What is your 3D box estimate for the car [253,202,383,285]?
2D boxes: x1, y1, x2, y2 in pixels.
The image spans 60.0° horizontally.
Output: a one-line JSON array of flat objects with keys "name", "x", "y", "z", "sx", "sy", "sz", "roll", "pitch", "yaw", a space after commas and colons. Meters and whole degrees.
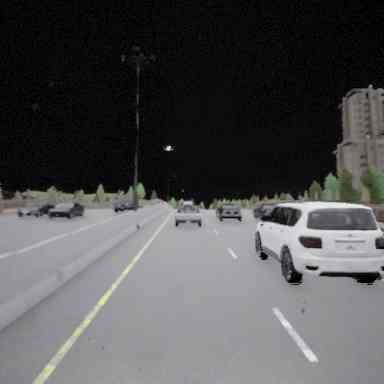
[{"name": "car", "x": 3.440, "y": 1.316, "z": 9.983, "sx": 2.150, "sy": 2.045, "sz": 5.566, "roll": 0, "pitch": 0, "yaw": -1}]

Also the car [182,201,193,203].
[{"name": "car", "x": -0.493, "y": 1.804, "z": 40.584, "sx": 1.812, "sy": 1.442, "sz": 4.674, "roll": 0, "pitch": 0, "yaw": -1}]

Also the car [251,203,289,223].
[{"name": "car", "x": 6.667, "y": 1.789, "z": 29.168, "sx": 2.033, "sy": 1.411, "sz": 5.357, "roll": 0, "pitch": 0, "yaw": -1}]

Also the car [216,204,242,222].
[{"name": "car", "x": 3.168, "y": 1.769, "z": 29.142, "sx": 2.033, "sy": 1.411, "sz": 5.357, "roll": 0, "pitch": 0, "yaw": -1}]

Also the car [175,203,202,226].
[{"name": "car", "x": -0.274, "y": 1.776, "z": 24.995, "sx": 1.895, "sy": 1.301, "sz": 4.718, "roll": 0, "pitch": 0, "yaw": -1}]

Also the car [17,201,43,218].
[{"name": "car", "x": -14.561, "y": 1.628, "z": 31.358, "sx": 2.128, "sy": 1.511, "sz": 4.902, "roll": 0, "pitch": 0, "yaw": -1}]

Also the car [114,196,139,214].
[{"name": "car", "x": -7.664, "y": 1.448, "z": 39.445, "sx": 2.150, "sy": 2.045, "sz": 5.566, "roll": 0, "pitch": 0, "yaw": -1}]

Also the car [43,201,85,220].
[{"name": "car", "x": -11.037, "y": 1.623, "z": 29.599, "sx": 1.882, "sy": 1.535, "sz": 5.008, "roll": 0, "pitch": 0, "yaw": -1}]
